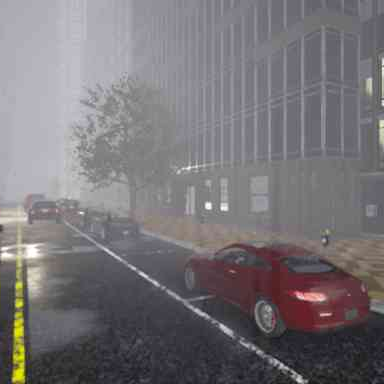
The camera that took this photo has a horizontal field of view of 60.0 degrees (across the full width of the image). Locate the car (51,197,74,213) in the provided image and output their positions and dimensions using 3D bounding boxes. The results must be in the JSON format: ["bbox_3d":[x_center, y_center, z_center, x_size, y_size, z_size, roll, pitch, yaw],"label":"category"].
[{"bbox_3d":[-14.384,1.426,36.897,1.967,1.590,4.097,0,0,-27],"label":"car"}]

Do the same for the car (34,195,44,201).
[{"bbox_3d":[-37.926,1.463,82.399,1.947,1.339,4.313,0,0,-27],"label":"car"}]

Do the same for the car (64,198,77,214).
[{"bbox_3d":[-11.768,1.432,31.841,1.967,1.590,4.097,0,0,-27],"label":"car"}]

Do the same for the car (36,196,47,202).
[{"bbox_3d":[-32.695,1.489,72.287,1.947,1.339,4.313,0,0,-27],"label":"car"}]

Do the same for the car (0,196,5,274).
[{"bbox_3d":[-5.417,1.225,7.178,2.150,2.045,5.566,0,0,-27],"label":"car"}]

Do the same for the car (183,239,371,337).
[{"bbox_3d":[1.311,1.585,6.562,1.802,1.307,4.206,0,0,-27],"label":"car"}]

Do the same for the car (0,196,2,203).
[{"bbox_3d":[-40.142,1.504,68.443,1.802,1.307,4.206,0,0,-27],"label":"car"}]

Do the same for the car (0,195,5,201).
[{"bbox_3d":[-45.373,1.441,78.555,1.887,1.381,4.507,0,0,-27],"label":"car"}]

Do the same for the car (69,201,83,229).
[{"bbox_3d":[-6.537,1.553,21.729,2.008,1.369,4.403,0,0,-27],"label":"car"}]

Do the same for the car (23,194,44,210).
[{"bbox_3d":[-17.832,1.206,37.875,2.150,2.045,5.566,0,0,-28],"label":"car"}]

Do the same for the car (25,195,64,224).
[{"bbox_3d":[-11.191,1.350,25.042,2.097,1.767,4.553,0,0,-27],"label":"car"}]

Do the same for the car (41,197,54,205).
[{"bbox_3d":[-24.847,1.501,57.121,1.887,1.381,4.507,0,0,-27],"label":"car"}]

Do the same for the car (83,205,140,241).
[{"bbox_3d":[-3.921,1.555,16.673,2.008,1.369,4.403,0,0,-27],"label":"car"}]
